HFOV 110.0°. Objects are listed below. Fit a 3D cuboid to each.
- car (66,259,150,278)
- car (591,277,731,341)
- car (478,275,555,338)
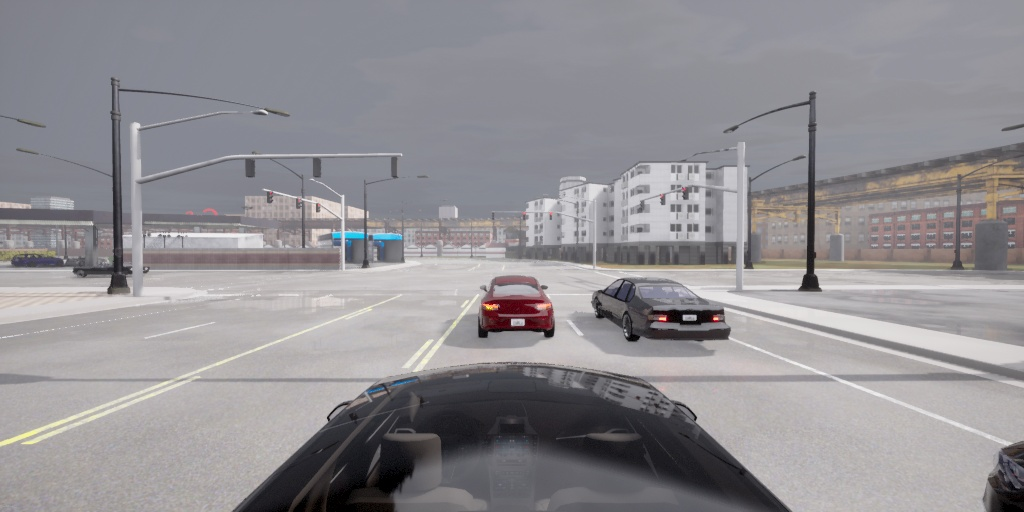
[{"bbox_3d":[-33.748,1.136,30.202,4.718,1.301,1.895,0,1,-1],"label":"car"},{"bbox_3d":[3.578,1.283,9.743,2.033,1.411,5.357,0,0,0],"label":"car"},{"bbox_3d":[0.067,1.256,10.026,1.812,1.442,4.674,0,0,-1],"label":"car"}]
